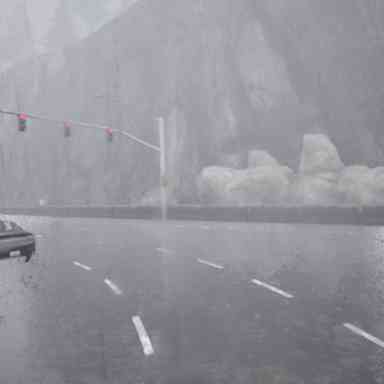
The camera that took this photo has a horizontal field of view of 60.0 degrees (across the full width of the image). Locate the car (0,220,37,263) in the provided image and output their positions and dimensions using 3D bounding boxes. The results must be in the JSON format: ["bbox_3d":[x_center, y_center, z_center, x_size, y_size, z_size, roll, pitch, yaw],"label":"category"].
[{"bbox_3d":[-7.384,1.746,11.652,4.902,1.511,2.128,-2,0,36],"label":"car"}]
